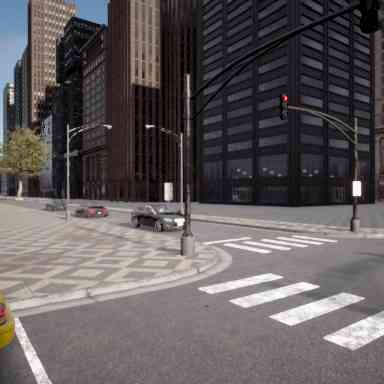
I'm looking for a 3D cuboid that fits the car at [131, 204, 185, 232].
[{"bbox_3d":[-2.078,1.534,20.561,2.128,1.511,4.902,0,0,-36],"label":"car"}]

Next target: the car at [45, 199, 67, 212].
[{"bbox_3d":[-16.712,1.609,40.935,1.837,1.490,4.892,0,0,-35],"label":"car"}]

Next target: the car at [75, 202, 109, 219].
[{"bbox_3d":[-9.188,1.636,30.430,1.994,1.385,4.181,0,0,-36],"label":"car"}]

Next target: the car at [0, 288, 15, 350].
[{"bbox_3d":[-4.573,1.526,3.389,4.829,1.417,1.752,0,0,-36],"label":"car"}]
